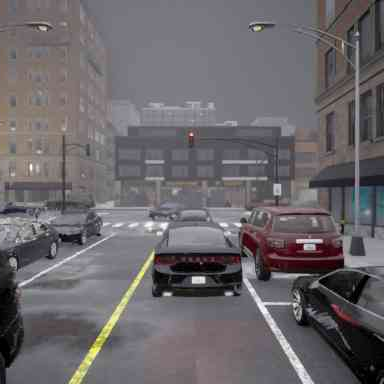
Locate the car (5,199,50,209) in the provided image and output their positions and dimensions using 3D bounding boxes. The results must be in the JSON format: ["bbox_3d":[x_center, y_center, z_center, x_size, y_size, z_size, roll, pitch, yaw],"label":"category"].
[{"bbox_3d":[-16.207,1.529,30.951,4.718,1.301,1.895,0,0,0],"label":"car"}]

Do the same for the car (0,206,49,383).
[{"bbox_3d":[-2.855,1.221,1.285,2.150,2.045,5.566,0,0,0],"label":"car"}]

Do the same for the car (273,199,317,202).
[{"bbox_3d":[11.452,1.555,34.565,4.902,1.511,2.128,0,0,0],"label":"car"}]

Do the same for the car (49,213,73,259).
[{"bbox_3d":[-5.402,1.550,9.804,2.008,1.369,4.403,0,0,0],"label":"car"}]

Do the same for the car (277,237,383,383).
[{"bbox_3d":[2.631,1.566,4.153,1.947,1.339,4.313,0,0,0],"label":"car"}]

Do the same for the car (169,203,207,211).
[{"bbox_3d":[0.059,1.504,16.137,1.837,1.490,4.892,0,0,0],"label":"car"}]

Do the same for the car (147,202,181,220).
[{"bbox_3d":[-1.554,1.546,27.397,2.033,1.411,5.357,0,0,25],"label":"car"}]

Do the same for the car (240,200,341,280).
[{"bbox_3d":[2.623,1.314,9.815,2.192,1.841,5.009,0,0,0],"label":"car"}]

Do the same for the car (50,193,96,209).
[{"bbox_3d":[-13.794,1.161,37.668,5.566,2.045,2.150,0,0,0],"label":"car"}]

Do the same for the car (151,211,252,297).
[{"bbox_3d":[0.062,1.477,8.630,1.882,1.535,5.008,0,0,-1],"label":"car"}]

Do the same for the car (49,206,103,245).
[{"bbox_3d":[-5.409,1.565,15.466,1.947,1.339,4.313,0,0,0],"label":"car"}]
